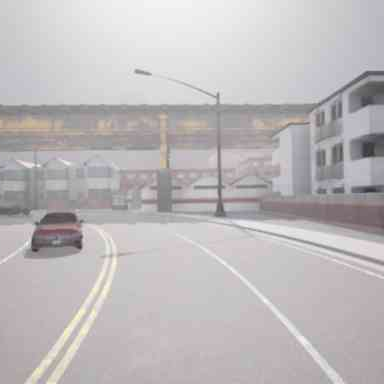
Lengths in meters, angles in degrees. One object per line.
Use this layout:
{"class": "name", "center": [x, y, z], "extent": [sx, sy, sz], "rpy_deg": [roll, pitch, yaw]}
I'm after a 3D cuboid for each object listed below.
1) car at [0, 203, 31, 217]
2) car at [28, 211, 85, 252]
{"class": "car", "center": [-18.413, 1.831, 34.284], "extent": [4.718, 1.301, 1.895], "rpy_deg": [-2, -1, 42]}
{"class": "car", "center": [-5.689, 1.569, 14.432], "extent": [1.812, 1.442, 4.674], "rpy_deg": [-1, 1, -18]}
